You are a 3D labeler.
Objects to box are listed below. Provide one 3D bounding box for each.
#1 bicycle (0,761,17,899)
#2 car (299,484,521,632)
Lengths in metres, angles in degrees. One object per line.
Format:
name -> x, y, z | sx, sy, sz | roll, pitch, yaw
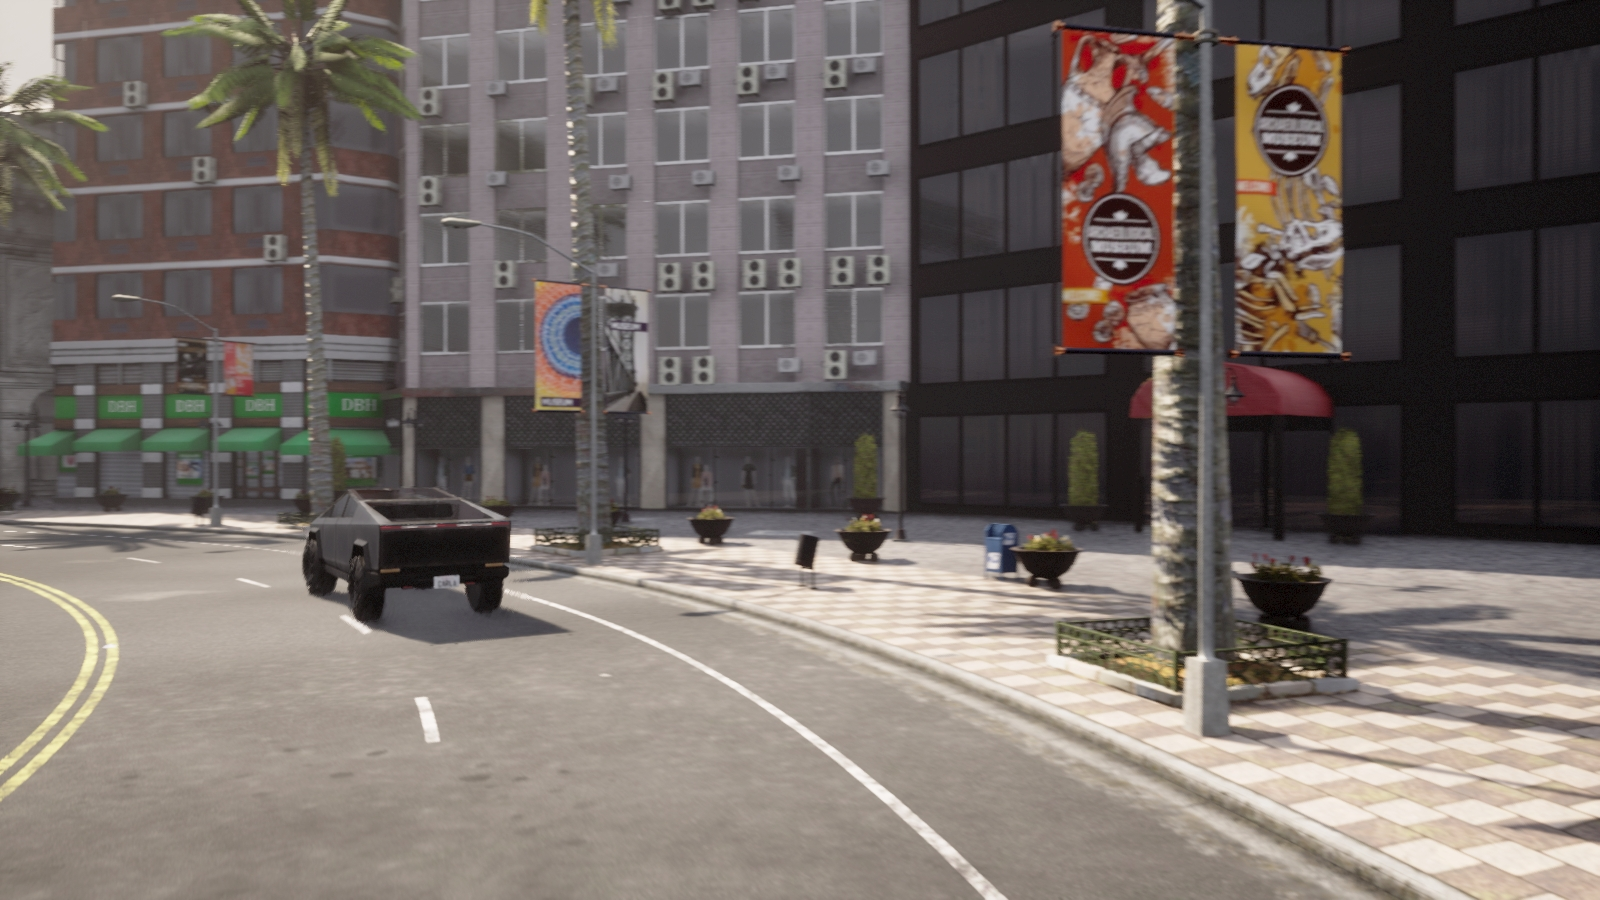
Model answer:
bicycle -> -4.032, 2.216, 5.042 | 0.329, 1.171, 1.835 | 0, 0, -14
car -> -7.330, 1.764, 20.906 | 2.390, 2.098, 6.274 | 0, 0, -33
